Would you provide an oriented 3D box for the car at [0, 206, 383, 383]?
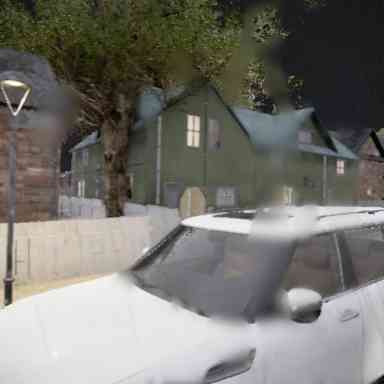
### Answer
[{"bbox_3d":[0.767,1.220,3.617,5.566,2.045,2.150,0,0,-36],"label":"car"}]
